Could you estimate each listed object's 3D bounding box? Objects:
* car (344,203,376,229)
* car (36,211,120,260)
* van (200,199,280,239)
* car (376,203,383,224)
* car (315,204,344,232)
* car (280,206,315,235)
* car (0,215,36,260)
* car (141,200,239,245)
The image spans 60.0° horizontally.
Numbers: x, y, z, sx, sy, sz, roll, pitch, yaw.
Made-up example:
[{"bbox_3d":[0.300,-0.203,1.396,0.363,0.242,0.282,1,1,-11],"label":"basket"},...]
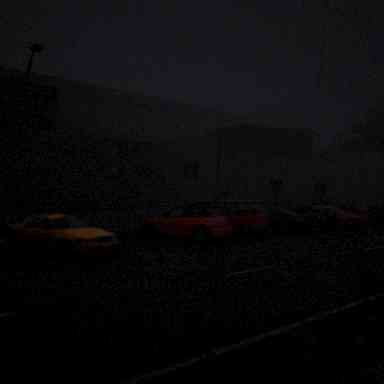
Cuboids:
[{"bbox_3d":[9.496,1.633,23.184,5.366,1.575,1.946,-1,-1,34],"label":"car"},{"bbox_3d":[-5.085,1.521,12.782,5.366,1.575,1.946,-1,-1,35],"label":"car"},{"bbox_3d":[2.153,1.376,18.029,4.442,1.987,1.878,-1,-1,34],"label":"van"},{"bbox_3d":[11.796,1.671,25.002,4.792,1.488,2.163,-1,-1,35],"label":"car"},{"bbox_3d":[6.882,1.663,21.563,4.792,1.488,2.163,-1,-1,34],"label":"car"},{"bbox_3d":[4.481,1.658,19.812,4.674,1.452,2.002,-1,-1,35],"label":"car"},{"bbox_3d":[-7.694,1.525,11.167,4.792,1.488,2.163,-1,-1,34],"label":"car"},{"bbox_3d":[-0.357,1.454,16.334,4.553,1.767,2.185,-1,-1,34],"label":"car"}]
